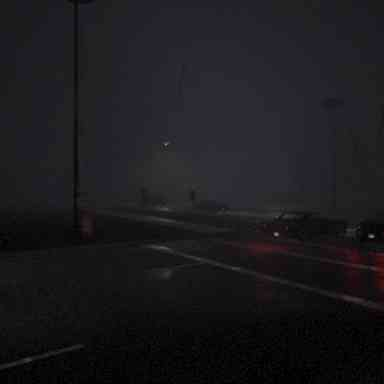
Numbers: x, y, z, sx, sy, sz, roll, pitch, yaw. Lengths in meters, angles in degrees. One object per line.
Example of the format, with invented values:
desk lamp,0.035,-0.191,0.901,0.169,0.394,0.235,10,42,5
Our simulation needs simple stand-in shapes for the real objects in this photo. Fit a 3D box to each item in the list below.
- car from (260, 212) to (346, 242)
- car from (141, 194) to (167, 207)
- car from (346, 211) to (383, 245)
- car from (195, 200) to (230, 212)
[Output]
car,5.628,1.618,16.357,4.718,1.301,1.895,0,0,-35
car,-6.094,1.257,52.184,2.150,2.045,5.566,0,-1,-34
car,8.935,1.545,14.416,4.674,1.442,1.812,0,0,-35
car,2.378,1.632,39.906,1.895,1.301,4.718,0,0,-35
